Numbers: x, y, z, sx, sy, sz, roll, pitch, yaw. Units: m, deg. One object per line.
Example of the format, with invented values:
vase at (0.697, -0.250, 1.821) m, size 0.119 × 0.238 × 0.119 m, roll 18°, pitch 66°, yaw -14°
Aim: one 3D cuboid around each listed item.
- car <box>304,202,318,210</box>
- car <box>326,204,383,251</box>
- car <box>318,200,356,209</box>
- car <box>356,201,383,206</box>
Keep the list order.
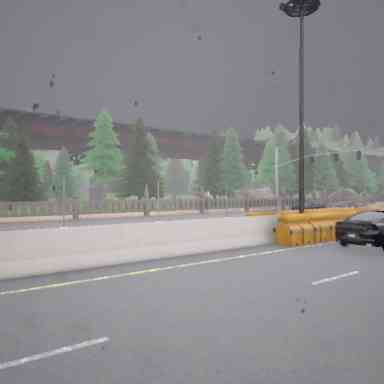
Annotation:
car at (12.245, 1.652, 34.099) m, size 4.718 × 1.301 × 1.895 m, roll 0°, pitch 0°, yaw -35°
car at (7.989, 1.482, 13.867) m, size 5.008 × 1.535 × 1.882 m, roll 0°, pitch 0°, yaw -35°
car at (14.301, 1.557, 31.267) m, size 4.892 × 1.490 × 1.837 m, roll 0°, pitch 0°, yaw -35°
car at (16.334, 1.557, 28.417) m, size 4.674 × 1.442 × 1.812 m, roll 0°, pitch 0°, yaw -35°
